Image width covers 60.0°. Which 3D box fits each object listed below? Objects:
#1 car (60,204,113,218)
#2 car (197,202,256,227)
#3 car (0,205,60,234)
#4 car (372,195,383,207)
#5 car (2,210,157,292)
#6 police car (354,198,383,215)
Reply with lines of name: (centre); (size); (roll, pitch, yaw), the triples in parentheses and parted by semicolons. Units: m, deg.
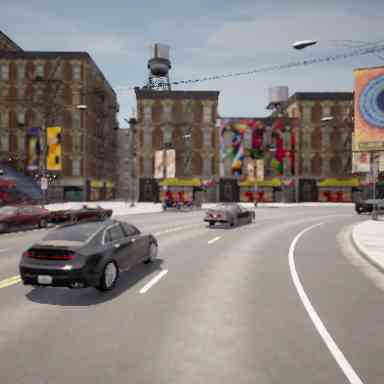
car: (-8.079, 1.529, 24.457); (1.895, 1.301, 4.718); (0, 0, 29)
car: (2.673, 1.507, 22.698); (2.033, 1.411, 5.357); (0, 0, 30)
car: (-10.174, 1.461, 19.123); (2.002, 1.452, 4.674); (0, 0, 19)
car: (29.013, 1.314, 48.516); (4.553, 1.767, 2.097); (0, 0, -7)
car: (-2.410, 1.483, 8.993); (1.837, 1.490, 4.892); (0, 0, 13)
police car: (18.486, 1.396, 33.316); (5.238, 1.638, 1.930); (0, 0, -31)
